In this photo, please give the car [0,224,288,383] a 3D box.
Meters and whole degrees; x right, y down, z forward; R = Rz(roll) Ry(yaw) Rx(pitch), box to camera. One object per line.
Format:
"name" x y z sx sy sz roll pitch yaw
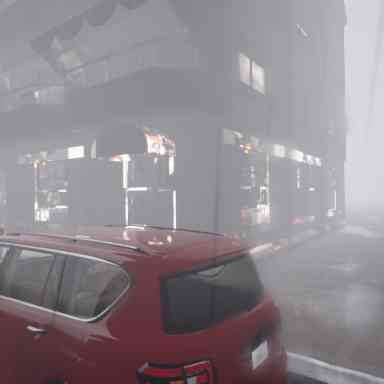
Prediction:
"car" -1.431 1.316 3.903 5.009 1.841 2.192 0 -1 35
